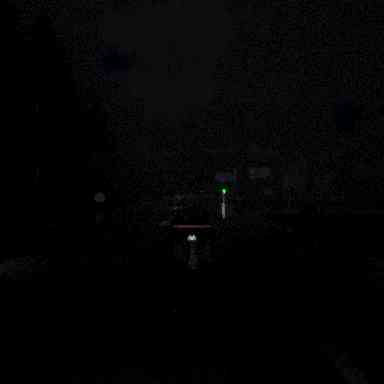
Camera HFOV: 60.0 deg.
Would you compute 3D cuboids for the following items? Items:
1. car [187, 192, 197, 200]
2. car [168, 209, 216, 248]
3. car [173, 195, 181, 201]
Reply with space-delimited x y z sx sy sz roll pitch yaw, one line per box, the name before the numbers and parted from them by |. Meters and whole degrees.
car | 0.000 1.038 82.819 2.150 2.045 5.566 0 0 0
car | 0.000 1.493 14.650 2.128 1.511 4.902 0 0 0
car | -4.000 1.517 88.965 1.812 1.442 4.674 0 0 0
